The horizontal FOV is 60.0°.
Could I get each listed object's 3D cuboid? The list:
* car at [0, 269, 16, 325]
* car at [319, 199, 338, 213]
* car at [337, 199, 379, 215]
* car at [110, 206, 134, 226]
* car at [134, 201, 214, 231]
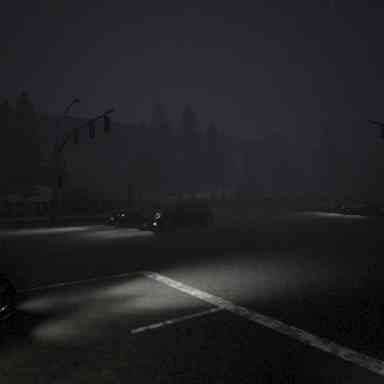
[{"bbox_3d":[-5.114,1.492,4.421,4.902,1.511,2.128,0,0,-35],"label":"car"},{"bbox_3d":[16.154,1.523,37.011,4.674,1.442,1.812,0,0,-35],"label":"car"},{"bbox_3d":[16.923,1.523,33.262,4.674,1.442,1.812,0,0,-36],"label":"car"},{"bbox_3d":[-3.220,1.491,23.191,4.902,1.511,2.128,0,0,-36],"label":"car"},{"bbox_3d":[-0.896,1.351,20.547,4.553,1.767,2.097,0,0,-36],"label":"car"}]
